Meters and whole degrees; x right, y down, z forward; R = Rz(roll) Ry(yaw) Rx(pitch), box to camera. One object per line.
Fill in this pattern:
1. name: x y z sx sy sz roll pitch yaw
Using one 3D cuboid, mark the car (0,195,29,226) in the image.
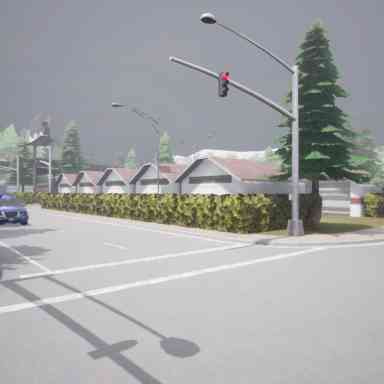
1. car: -13.057 1.289 23.042 2.150 2.045 5.566 0 2 -40
